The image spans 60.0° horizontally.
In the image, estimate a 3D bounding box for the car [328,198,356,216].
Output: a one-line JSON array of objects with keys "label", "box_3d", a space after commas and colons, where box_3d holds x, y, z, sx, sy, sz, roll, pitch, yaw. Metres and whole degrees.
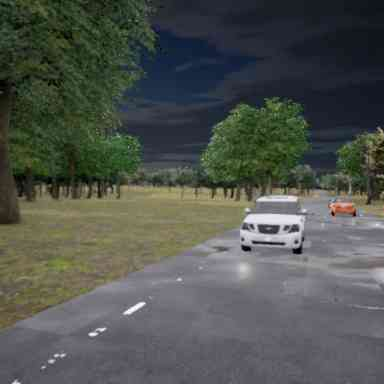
[{"label": "car", "box_3d": [14.784, 1.361, 32.683, 2.097, 1.767, 4.553, 0, 0, 21]}]

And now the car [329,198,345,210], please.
[{"label": "car", "box_3d": [19.127, 1.545, 43.957, 1.812, 1.442, 4.674, 0, 0, 21]}]

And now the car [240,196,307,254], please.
[{"label": "car", "box_3d": [3.583, 1.216, 13.974, 2.150, 2.045, 5.566, 0, 1, 21]}]
